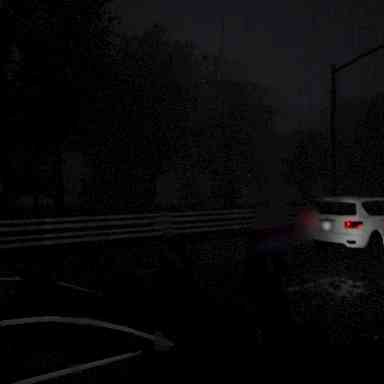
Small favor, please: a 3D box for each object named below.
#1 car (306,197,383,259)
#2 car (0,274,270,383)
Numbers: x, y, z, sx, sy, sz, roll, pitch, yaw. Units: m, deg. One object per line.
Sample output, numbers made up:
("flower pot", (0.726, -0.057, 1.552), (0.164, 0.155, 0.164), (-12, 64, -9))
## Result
("car", (6.741, 1.195, 12.714), (5.566, 2.045, 2.150), (0, 0, -35))
("car", (-1.442, 1.490, 2.697), (4.902, 1.511, 2.128), (0, 0, -36))
